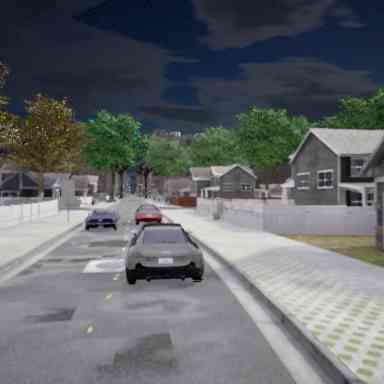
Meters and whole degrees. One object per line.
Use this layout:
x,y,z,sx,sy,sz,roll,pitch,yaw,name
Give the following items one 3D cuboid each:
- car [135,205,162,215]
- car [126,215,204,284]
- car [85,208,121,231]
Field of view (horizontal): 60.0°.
-3.372,1.651,25.546,1.994,1.385,4.181,0,0,-10,car
-0.873,1.599,9.845,1.994,1.385,4.181,0,0,-7,car
-5.562,1.679,21.065,1.895,1.301,4.718,0,0,-10,car
